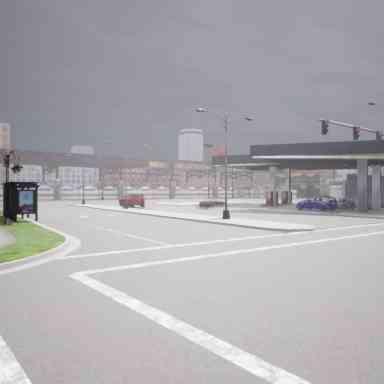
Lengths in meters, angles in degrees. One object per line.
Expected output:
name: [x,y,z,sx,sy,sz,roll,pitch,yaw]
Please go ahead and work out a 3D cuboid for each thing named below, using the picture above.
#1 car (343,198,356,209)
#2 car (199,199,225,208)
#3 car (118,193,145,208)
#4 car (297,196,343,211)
car: [18.580,1.455,42.226,1.970,1.475,3.806,0,0,-35]
car: [3.030,1.600,47.651,1.895,1.301,4.718,0,0,34]
car: [-8.836,1.222,48.561,2.150,2.045,5.566,0,0,-35]
car: [14.306,1.294,38.312,2.242,1.667,4.611,0,0,-35]
